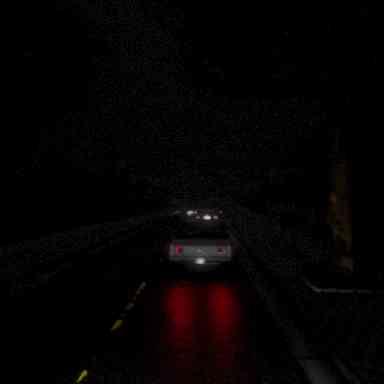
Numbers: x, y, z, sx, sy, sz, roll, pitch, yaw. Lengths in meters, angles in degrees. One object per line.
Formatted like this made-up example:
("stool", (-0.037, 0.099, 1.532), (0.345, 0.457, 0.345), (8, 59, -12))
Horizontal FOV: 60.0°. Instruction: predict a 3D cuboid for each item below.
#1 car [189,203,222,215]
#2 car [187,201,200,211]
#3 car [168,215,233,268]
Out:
("car", (1.236, 1.790, 25.061), (2.033, 1.411, 5.357), (0, -1, 5))
("car", (0.395, 2.066, 48.814), (2.033, 1.411, 5.357), (0, -1, 5))
("car", (0.367, 1.712, 11.712), (1.895, 1.301, 4.718), (0, -1, 3))
